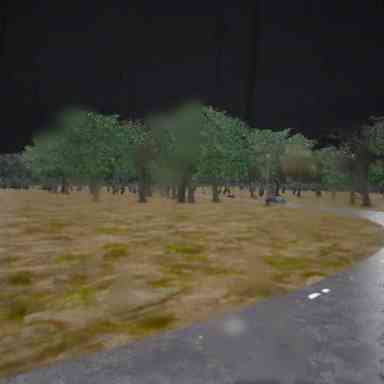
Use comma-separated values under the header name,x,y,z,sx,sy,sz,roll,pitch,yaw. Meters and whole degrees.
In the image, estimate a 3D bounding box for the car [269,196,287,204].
name,x,y,z,sx,sy,sz,roll,pitch,yaw
car,16.345,1.561,63.814,2.033,1.411,5.357,1,0,-8
